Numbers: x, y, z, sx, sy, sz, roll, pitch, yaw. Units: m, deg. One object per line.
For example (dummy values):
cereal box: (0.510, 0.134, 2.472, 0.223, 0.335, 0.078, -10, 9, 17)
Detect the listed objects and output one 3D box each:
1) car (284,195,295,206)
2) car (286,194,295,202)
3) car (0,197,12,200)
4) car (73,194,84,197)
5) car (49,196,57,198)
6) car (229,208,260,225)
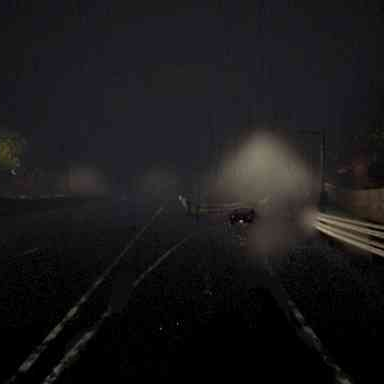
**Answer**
car: (19.466, 1.898, 66.290, 1.882, 1.535, 5.008, 1, 3, 18)
car: (22.501, 1.361, 75.926, 1.812, 1.442, 4.674, 0, 4, 16)
car: (-23.210, 1.372, 40.101, 1.837, 1.490, 4.892, 0, -1, -2)
car: (-24.695, 1.183, 72.220, 2.097, 1.767, 4.553, 0, 0, -3)
car: (-23.999, 1.434, 57.565, 1.994, 1.385, 4.181, 0, 0, -2)
car: (4.467, 1.994, 27.549, 1.895, 1.301, 4.718, 0, -1, 18)
